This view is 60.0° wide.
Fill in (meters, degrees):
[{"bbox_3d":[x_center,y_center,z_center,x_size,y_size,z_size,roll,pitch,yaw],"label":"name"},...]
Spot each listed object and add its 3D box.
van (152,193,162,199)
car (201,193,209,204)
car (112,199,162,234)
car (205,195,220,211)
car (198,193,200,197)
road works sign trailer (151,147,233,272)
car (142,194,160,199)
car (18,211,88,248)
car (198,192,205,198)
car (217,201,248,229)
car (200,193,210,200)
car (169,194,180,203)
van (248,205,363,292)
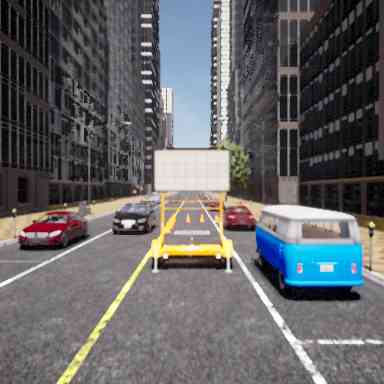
[{"bbox_3d":[-5.684,0.967,54.036,1.690,1.788,3.998,0,0,0],"label":"van"},{"bbox_3d":[2.696,1.221,48.341,2.008,1.369,4.403,0,0,0],"label":"car"},{"bbox_3d":[-3.098,1.366,18.540,2.128,1.511,4.902,0,0,0],"label":"car"},{"bbox_3d":[2.694,1.333,36.957,1.802,1.307,4.206,0,0,0],"label":"car"},{"bbox_3d":[2.698,0.973,65.417,1.967,1.590,4.097,0,0,0],"label":"car"},{"bbox_3d":[0.001,0.393,10.507,2.380,3.560,2.880,0,0,0],"label":"road works sign trailer"},{"bbox_3d":[-5.686,1.262,42.653,2.008,1.369,4.403,0,0,0],"label":"car"},{"bbox_3d":[-5.689,1.486,14.191,1.802,1.307,4.206,0,0,0],"label":"car"},{"bbox_3d":[2.701,0.836,93.879,1.887,1.381,4.507,0,1,0],"label":"car"},{"bbox_3d":[2.692,1.448,19.879,1.802,1.307,4.206,0,0,0],"label":"car"},{"bbox_3d":[2.698,0.926,71.109,1.967,1.590,4.097,0,0,0],"label":"car"},{"bbox_3d":[-3.042,1.128,59.694,2.033,1.411,5.357,0,0,1],"label":"car"},{"bbox_3d":[2.691,1.283,8.494,1.690,1.788,3.998,0,0,0],"label":"van"}]
